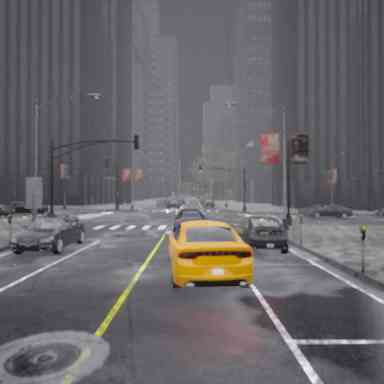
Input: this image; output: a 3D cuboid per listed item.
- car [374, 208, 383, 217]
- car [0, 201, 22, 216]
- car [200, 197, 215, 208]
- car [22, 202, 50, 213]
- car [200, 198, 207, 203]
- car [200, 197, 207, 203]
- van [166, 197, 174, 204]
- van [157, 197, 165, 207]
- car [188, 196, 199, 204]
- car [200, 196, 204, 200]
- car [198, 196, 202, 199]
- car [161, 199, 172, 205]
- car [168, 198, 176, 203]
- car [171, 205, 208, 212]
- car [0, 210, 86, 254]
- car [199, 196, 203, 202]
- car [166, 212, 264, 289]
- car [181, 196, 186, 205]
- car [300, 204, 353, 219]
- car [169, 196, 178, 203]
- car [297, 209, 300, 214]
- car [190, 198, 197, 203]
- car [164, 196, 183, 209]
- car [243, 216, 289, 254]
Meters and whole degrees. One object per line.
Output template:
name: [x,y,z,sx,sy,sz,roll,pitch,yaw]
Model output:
car: [24.081,2.294,39.210,4.902,1.511,2.128,1,-1,0]
car: [-18.136,1.442,29.367,4.892,1.490,1.837,1,-1,0]
car: [2.900,2.015,56.036,2.008,1.369,4.403,0,0,0]
car: [-16.572,1.598,32.621,4.718,1.301,1.895,1,-1,0]
car: [3.170,2.274,89.283,1.752,1.417,4.829,0,0,0]
car: [3.213,2.235,94.626,1.967,1.590,4.097,0,0,0]
van: [-5.401,2.042,83.667,1.690,1.788,3.998,0,0,0]
van: [-5.580,1.853,61.618,1.690,1.788,3.998,0,0,0]
car: [0.360,2.178,83.635,1.882,1.535,5.008,0,0,0]
car: [2.946,2.038,61.719,1.752,1.417,4.829,0,0,0]
car: [3.035,1.920,72.576,2.192,1.841,5.009,0,0,0]
car: [-5.491,2.172,72.640,1.947,1.339,4.313,0,0,0]
car: [-5.356,2.293,89.177,1.887,1.381,4.507,0,0,0]
car: [-0.117,1.730,20.277,1.994,1.385,4.181,0,0,-3]
car: [-5.773,1.664,13.850,2.008,1.369,4.403,0,0,0]
car: [2.990,2.109,67.062,2.008,1.369,4.403,0,0,0]
car: [0.321,1.555,9.493,1.882,1.535,5.008,0,0,-5]
car: [-2.847,2.018,63.269,2.128,1.511,4.902,0,0,1]
car: [14.723,2.100,35.983,4.892,1.490,1.837,1,-1,1]
car: [-5.312,2.110,94.691,2.192,1.841,5.009,0,0,0]
car: [14.871,2.156,39.243,4.674,1.442,1.812,1,-1,2]
car: [0.444,2.329,93.975,2.033,1.411,5.357,0,0,0]
car: [-2.951,1.923,53.694,1.882,1.535,5.008,0,0,1]
car: [2.752,1.664,13.855,2.008,1.369,4.403,0,0,0]
